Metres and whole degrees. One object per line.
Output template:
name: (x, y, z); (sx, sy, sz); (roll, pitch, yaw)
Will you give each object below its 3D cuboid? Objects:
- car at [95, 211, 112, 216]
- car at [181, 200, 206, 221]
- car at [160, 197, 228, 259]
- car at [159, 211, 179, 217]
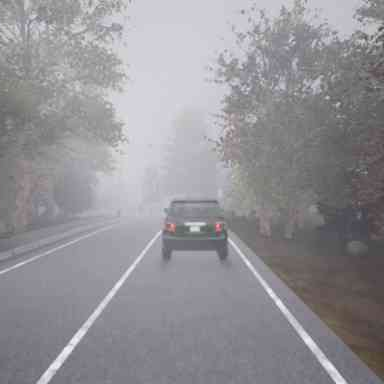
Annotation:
car: (-19.181, 4.788, 72.300); (1.882, 1.535, 5.008); (-1, -5, 12)
car: (0.120, 1.592, 29.916); (2.097, 1.767, 4.553); (0, -2, 1)
car: (0.090, 1.184, 12.634); (2.150, 2.045, 5.566); (0, 0, 0)
car: (-5.832, 5.657, 84.630); (4.892, 1.490, 1.837); (1, -5, -9)
